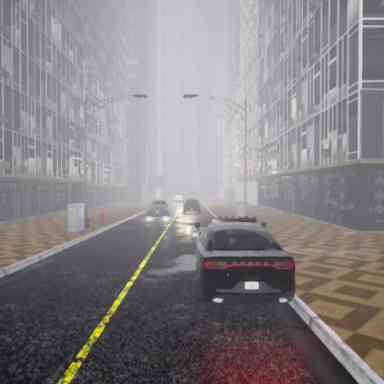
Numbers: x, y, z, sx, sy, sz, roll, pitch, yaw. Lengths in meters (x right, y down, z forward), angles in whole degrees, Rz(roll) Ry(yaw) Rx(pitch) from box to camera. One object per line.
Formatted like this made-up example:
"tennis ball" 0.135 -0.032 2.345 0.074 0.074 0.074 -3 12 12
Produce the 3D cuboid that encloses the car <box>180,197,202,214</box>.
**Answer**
"car" 0.007 1.491 35.975 1.837 1.490 4.892 0 0 0

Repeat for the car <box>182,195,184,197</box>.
"car" -0.057 1.466 46.555 1.882 1.535 5.008 0 0 0

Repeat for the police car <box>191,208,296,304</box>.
"police car" 1.034 1.420 8.358 1.930 1.638 5.238 0 0 0

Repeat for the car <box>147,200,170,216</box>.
"car" -3.161 1.513 32.257 1.812 1.442 4.674 0 0 0

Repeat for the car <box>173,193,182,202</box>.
"car" -3.140 1.231 76.339 2.150 2.045 5.566 0 0 0
